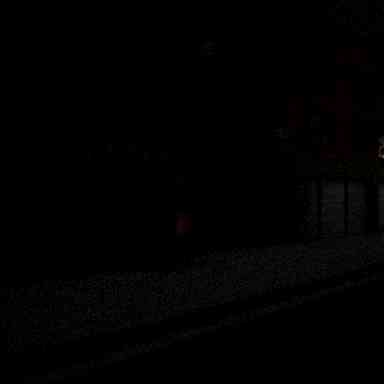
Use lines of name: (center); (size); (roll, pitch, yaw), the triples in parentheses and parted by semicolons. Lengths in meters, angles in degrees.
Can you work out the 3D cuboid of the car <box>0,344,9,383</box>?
car: (-3.298, 1.506, 1.023); (4.892, 1.490, 1.837); (0, 0, -36)
